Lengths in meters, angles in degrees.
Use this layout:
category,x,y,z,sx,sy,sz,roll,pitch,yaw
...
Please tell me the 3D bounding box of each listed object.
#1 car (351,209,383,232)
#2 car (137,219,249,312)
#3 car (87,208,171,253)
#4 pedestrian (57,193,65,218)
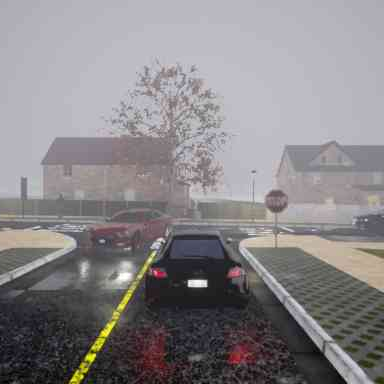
category,x,y,z,sx,sy,sz,roll,pitch,yaw
car,13.102,1.848,21.907,4.902,1.511,2.128,2,0,0
car,0.076,1.565,7.807,1.994,1.385,4.181,0,0,-1
car,-2.453,1.475,14.192,1.882,1.535,5.008,-1,0,18
pedestrian,-9.742,1.021,24.640,0.375,1.860,0.375,0,-2,0
